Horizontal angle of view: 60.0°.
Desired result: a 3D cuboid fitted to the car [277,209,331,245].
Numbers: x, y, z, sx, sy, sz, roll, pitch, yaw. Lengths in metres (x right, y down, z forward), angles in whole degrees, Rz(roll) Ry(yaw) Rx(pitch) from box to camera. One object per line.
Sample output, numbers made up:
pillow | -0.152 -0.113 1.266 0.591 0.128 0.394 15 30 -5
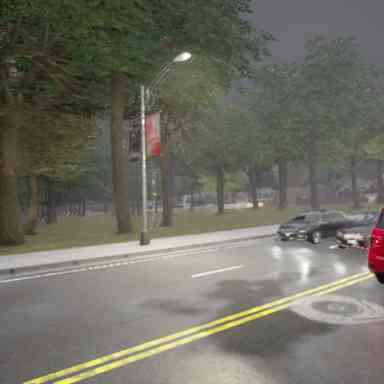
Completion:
car | 6.275 1.660 16.678 4.892 1.490 1.837 -1 -1 -38

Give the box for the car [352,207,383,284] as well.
car | 6.641 1.240 8.520 5.566 2.045 2.150 -1 -1 -38

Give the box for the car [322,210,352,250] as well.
car | 7.870 1.558 13.809 4.902 1.511 2.128 -1 -1 -38
